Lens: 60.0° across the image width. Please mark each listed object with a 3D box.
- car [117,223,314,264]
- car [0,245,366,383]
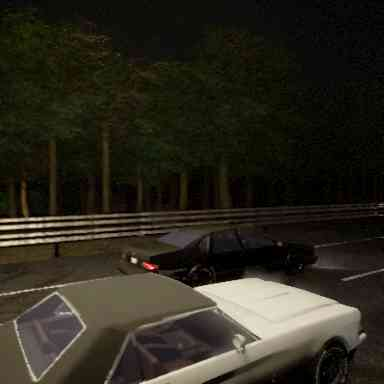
[{"bbox_3d":[0.843,1.521,8.544,5.357,1.411,2.033,0,0,-33],"label":"car"},{"bbox_3d":[-0.264,1.591,3.470,4.718,1.301,1.895,0,0,-34],"label":"car"}]
